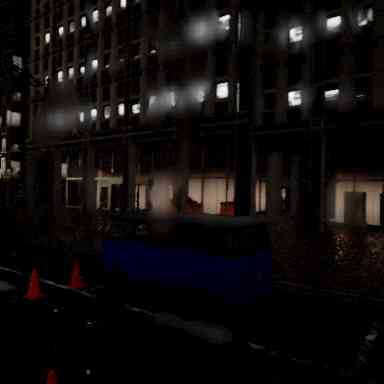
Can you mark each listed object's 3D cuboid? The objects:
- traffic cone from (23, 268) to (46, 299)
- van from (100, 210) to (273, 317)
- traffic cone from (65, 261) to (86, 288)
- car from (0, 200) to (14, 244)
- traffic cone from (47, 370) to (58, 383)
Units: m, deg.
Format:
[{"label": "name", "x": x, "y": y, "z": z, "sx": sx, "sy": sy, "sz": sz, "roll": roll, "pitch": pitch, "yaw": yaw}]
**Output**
[{"label": "traffic cone", "x": -3.332, "y": 1.916, "z": 7.051, "sx": 0.340, "sy": 0.580, "sz": 0.340, "roll": 1, "pitch": 0, "yaw": 36}, {"label": "van", "x": -0.275, "y": 1.342, "z": 7.236, "sx": 3.998, "sy": 1.788, "sz": 1.690, "roll": 1, "pitch": 1, "yaw": 36}, {"label": "traffic cone", "x": -2.740, "y": 1.924, "z": 7.856, "sx": 0.340, "sy": 0.580, "sz": 0.340, "roll": 1, "pitch": 0, "yaw": 36}, {"label": "car", "x": -9.432, "y": 1.196, "z": 13.970, "sx": 5.009, "sy": 1.841, "sz": 2.192, "roll": 1, "pitch": 1, "yaw": 36}, {"label": "traffic cone", "x": -1.295, "y": 1.942, "z": 3.070, "sx": 0.340, "sy": 0.580, "sz": 0.340, "roll": 1, "pitch": 0, "yaw": 36}]
